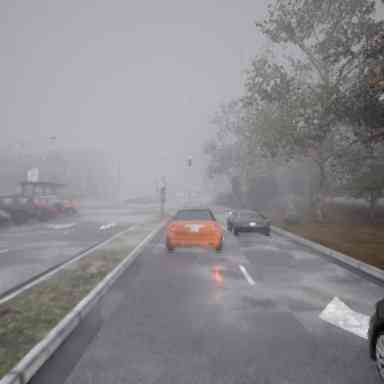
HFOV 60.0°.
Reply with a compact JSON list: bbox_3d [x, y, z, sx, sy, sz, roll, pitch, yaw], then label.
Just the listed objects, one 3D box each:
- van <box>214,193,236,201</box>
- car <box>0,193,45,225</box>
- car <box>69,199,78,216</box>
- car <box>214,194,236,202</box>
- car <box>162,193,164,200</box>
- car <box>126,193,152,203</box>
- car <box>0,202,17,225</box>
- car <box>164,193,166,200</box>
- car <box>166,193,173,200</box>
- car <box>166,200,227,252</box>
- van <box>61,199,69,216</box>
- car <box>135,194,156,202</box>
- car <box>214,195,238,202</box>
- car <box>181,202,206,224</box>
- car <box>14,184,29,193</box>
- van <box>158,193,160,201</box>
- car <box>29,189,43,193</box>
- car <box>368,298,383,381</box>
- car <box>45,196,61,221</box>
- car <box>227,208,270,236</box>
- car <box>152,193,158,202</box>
[{"bbox_3d":[7.240,1.214,73.081,4.442,1.987,1.878,1,0,-14],"label":"van"},{"bbox_3d":[-13.804,1.316,23.617,5.566,2.045,2.435,-1,0,-20],"label":"car"},{"bbox_3d":[-13.646,1.478,32.667,4.553,1.767,2.185,-1,0,-19],"label":"car"},{"bbox_3d":[7.622,1.320,76.050,4.553,1.767,2.185,1,0,-14],"label":"car"},{"bbox_3d":[-10.061,1.514,82.430,4.892,1.521,2.231,-1,-1,-14],"label":"car"},{"bbox_3d":[-11.486,1.523,70.474,4.792,1.488,2.163,-1,0,-15],"label":"car"},{"bbox_3d":[-13.782,1.595,20.619,4.674,1.452,2.002,-1,0,-20],"label":"car"},{"bbox_3d":[-9.690,1.559,85.426,4.674,1.452,2.002,-1,0,-13],"label":"car"},{"bbox_3d":[-8.509,1.579,94.410,4.674,1.452,2.002,-1,0,-12],"label":"car"},{"bbox_3d":[0.099,1.389,14.132,2.097,1.767,4.553,0,0,0],"label":"car"},{"bbox_3d":[-13.619,1.364,29.689,4.442,1.987,1.878,-1,-1,-19],"label":"van"},{"bbox_3d":[-10.751,1.374,76.419,4.553,1.767,2.185,-1,-1,-14],"label":"car"},{"bbox_3d":[8.156,1.449,79.044,5.366,1.575,1.946,1,0,-13],"label":"car"},{"bbox_3d":[0.156,1.591,26.654,1.837,1.490,4.892,0,-1,1],"label":"car"},{"bbox_3d":[-31.195,-0.283,61.395,2.435,2.045,5.566,6,-3,-19],"label":"car"},{"bbox_3d":[-10.287,1.279,79.460,4.442,1.987,1.878,-1,-1,-14],"label":"van"},{"bbox_3d":[-28.201,0.279,61.335,2.002,1.452,4.674,6,-3,-19],"label":"car"},{"bbox_3d":[3.099,1.492,2.187,2.128,1.511,4.902,0,0,0],"label":"car"},{"bbox_3d":[-13.733,1.328,26.653,5.566,2.045,2.435,-1,-1,-20],"label":"car"},{"bbox_3d":[3.108,1.621,18.972,1.994,1.385,4.181,0,0,0],"label":"car"},{"bbox_3d":[-10.843,1.487,73.467,5.366,1.575,1.946,-1,0,-15],"label":"car"}]
